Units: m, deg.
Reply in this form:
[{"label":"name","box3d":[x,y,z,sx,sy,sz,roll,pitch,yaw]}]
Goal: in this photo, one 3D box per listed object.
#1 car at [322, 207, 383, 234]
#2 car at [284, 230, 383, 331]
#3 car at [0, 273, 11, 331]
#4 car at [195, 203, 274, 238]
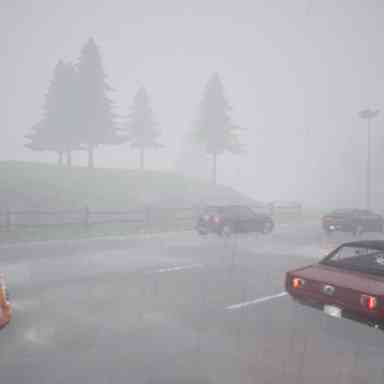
[{"label":"car","box3d":[9.425,1.657,19.114,4.892,1.490,1.837,1,0,-36]},{"label":"car","box3d":[4.086,1.659,6.665,4.718,1.301,1.895,1,0,-36]},{"label":"car","box3d":[-5.027,1.339,4.459,4.553,1.767,2.097,1,0,-36]},{"label":"car","box3d":[2.440,1.454,18.408,4.553,1.767,2.097,1,0,-36]}]
